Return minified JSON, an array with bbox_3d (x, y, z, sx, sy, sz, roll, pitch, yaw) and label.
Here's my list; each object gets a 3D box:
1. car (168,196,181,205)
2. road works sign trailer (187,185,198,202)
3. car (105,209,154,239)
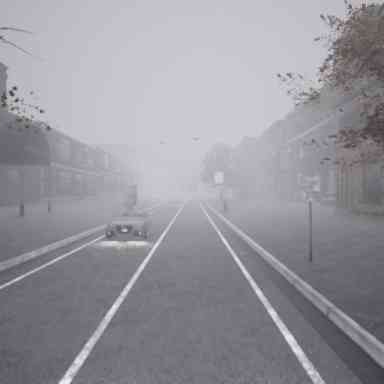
[{"bbox_3d":[-3.049,1.445,57.815,1.812,1.442,4.674,0,0,1],"label":"car"},{"bbox_3d":[0.015,0.248,71.938,2.380,3.560,2.880,0,1,0],"label":"road works sign trailer"},{"bbox_3d":[-3.099,1.571,17.243,1.994,1.385,4.181,0,0,0],"label":"car"}]
